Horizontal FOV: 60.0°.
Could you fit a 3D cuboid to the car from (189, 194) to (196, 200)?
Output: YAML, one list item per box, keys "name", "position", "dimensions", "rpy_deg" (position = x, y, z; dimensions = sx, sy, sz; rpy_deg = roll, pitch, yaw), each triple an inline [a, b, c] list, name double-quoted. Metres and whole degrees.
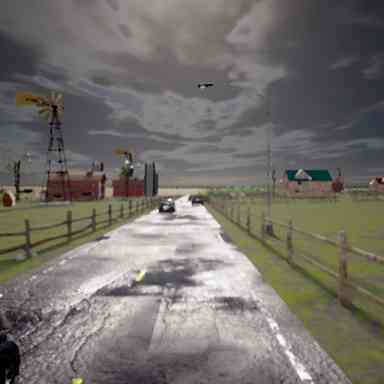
- name: "car"
  position: [0.018, 1.446, 93.520]
  dimensions: [1.882, 1.535, 5.008]
  rpy_deg: [0, 0, 0]

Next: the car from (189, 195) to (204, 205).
- name: "car"
  position: [0.973, 1.395, 57.914]
  dimensions: [2.097, 1.767, 4.553]
  rpy_deg: [0, 0, 0]

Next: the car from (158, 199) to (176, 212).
- name: "car"
  position: [-2.833, 1.511, 38.534]
  dimensions: [2.128, 1.511, 4.902]
  rpy_deg: [0, 0, 0]

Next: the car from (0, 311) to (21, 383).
- name: "car"
  position: [-2.843, 1.564, 1.899]
  dimensions: [1.994, 1.385, 4.181]
  rpy_deg: [0, 0, 0]
